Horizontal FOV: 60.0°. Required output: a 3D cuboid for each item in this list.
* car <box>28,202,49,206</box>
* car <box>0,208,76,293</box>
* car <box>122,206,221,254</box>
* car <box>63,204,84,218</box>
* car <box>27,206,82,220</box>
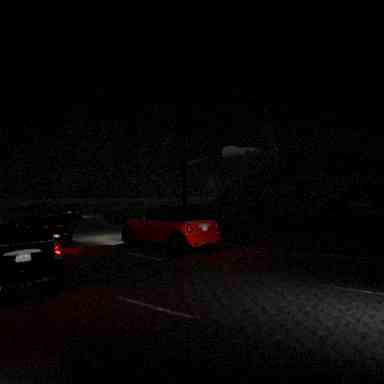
[{"bbox_3d":[-14.988,1.770,32.669,1.837,1.490,4.892,-1,0,-13],"label":"car"},{"bbox_3d":[-5.114,1.429,8.460,4.553,1.767,2.097,-1,0,43],"label":"car"},{"bbox_3d":[-1.038,1.428,14.182,4.553,1.767,2.097,-1,0,44],"label":"car"},{"bbox_3d":[-10.848,1.770,29.980,2.033,1.411,5.357,0,0,-17],"label":"car"},{"bbox_3d":[-7.224,1.633,15.931,1.837,1.490,4.892,-1,0,-39],"label":"car"}]
